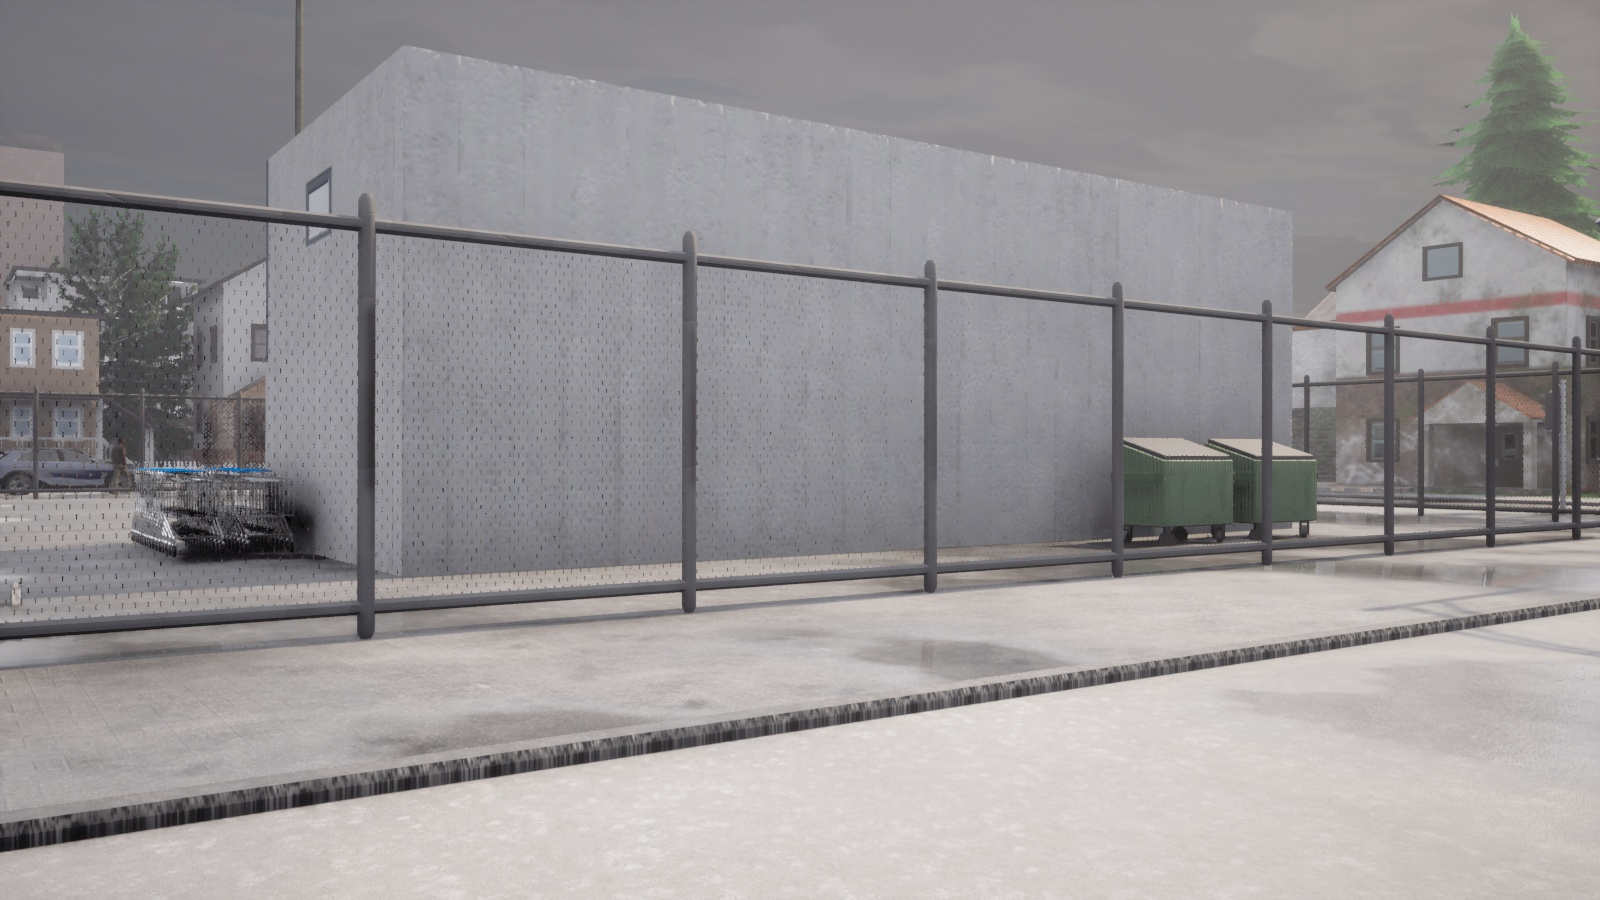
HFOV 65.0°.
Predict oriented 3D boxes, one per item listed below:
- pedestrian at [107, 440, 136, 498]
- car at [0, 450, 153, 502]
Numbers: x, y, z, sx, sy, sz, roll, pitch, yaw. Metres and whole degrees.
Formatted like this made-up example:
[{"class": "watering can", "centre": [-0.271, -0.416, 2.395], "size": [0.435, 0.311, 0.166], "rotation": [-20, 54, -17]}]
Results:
[{"class": "pedestrian", "centre": [-21.436, 0.597, 39.689], "size": [0.431, 1.840, 0.703], "rotation": [0, 0, 18]}, {"class": "car", "centre": [-24.656, 0.832, 42.349], "size": [4.856, 1.649, 2.033], "rotation": [0, 0, -34]}]
